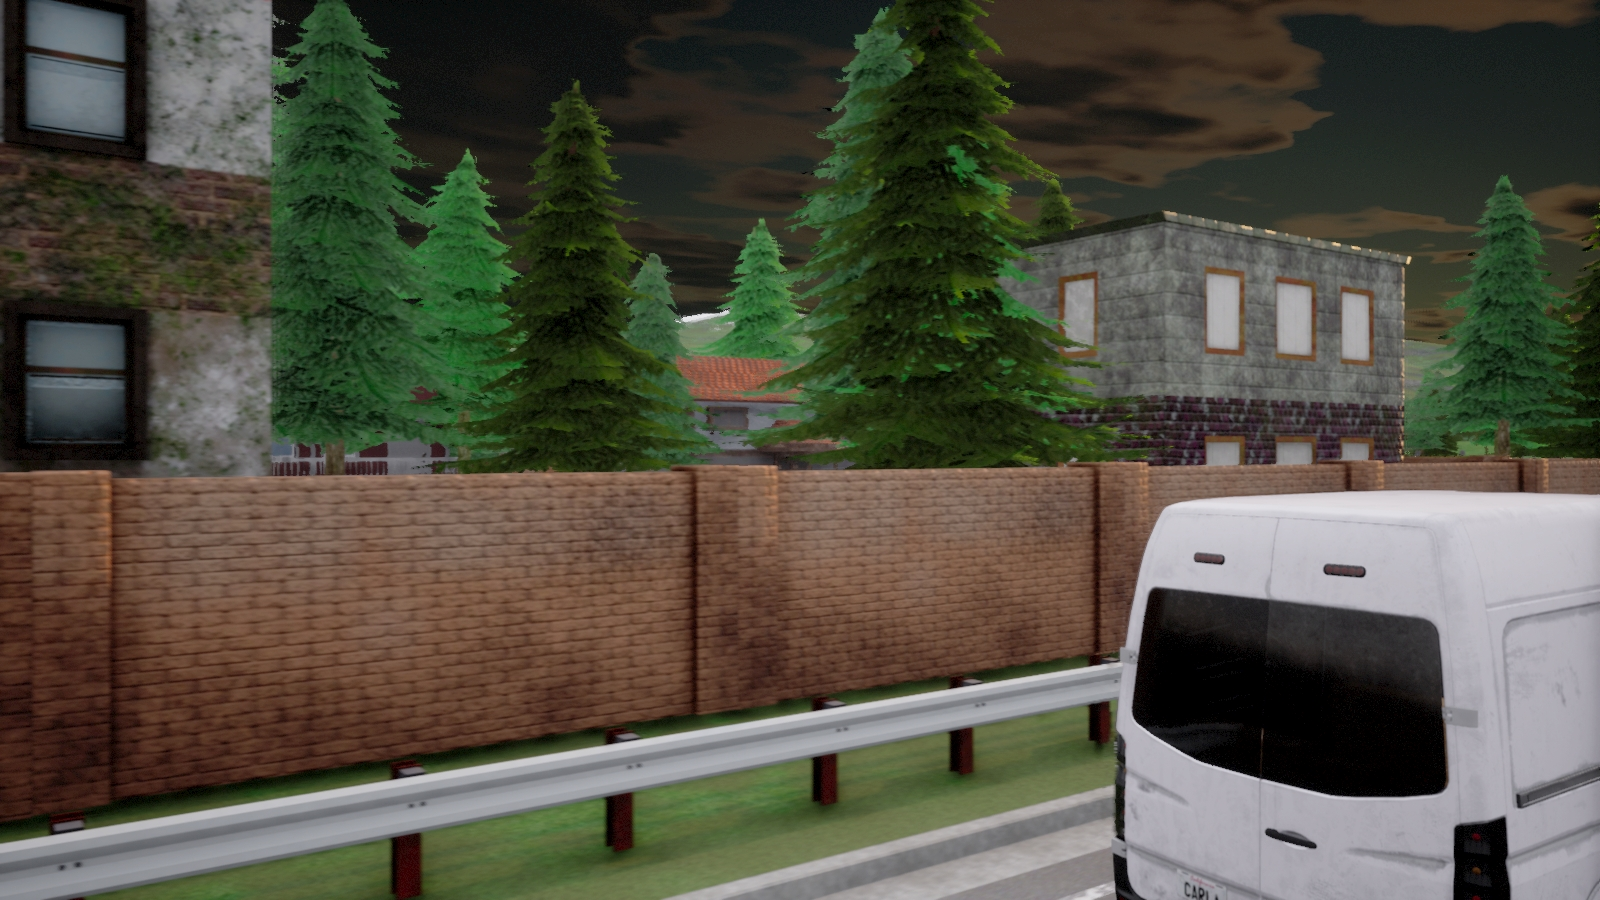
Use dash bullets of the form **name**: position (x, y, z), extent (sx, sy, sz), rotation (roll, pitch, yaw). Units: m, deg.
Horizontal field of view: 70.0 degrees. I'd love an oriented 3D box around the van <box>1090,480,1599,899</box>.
- **van**: position (4.539, 1.534, 6.965), extent (5.915, 2.561, 1.988), rotation (0, 0, -35)
